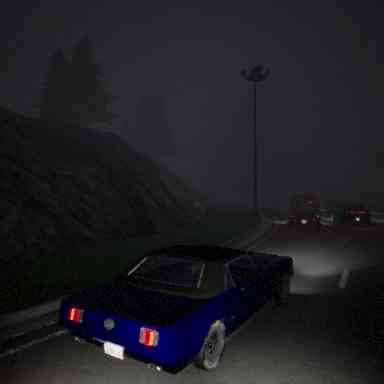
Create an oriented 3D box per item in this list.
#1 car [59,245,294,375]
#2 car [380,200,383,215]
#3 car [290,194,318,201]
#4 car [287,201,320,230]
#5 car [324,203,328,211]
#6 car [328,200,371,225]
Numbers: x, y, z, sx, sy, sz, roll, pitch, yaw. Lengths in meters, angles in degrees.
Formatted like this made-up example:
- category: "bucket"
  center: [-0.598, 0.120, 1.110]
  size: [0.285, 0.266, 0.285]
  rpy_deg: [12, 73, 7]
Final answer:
- category: "car"
  center: [0.270, 1.600, 5.830]
  size: [1.895, 1.301, 4.718]
  rpy_deg: [0, 0, 33]
- category: "car"
  center: [19.605, 1.502, 30.892]
  size: [1.837, 1.490, 4.892]
  rpy_deg: [0, 0, 5]
- category: "car"
  center: [13.096, 1.220, 39.212]
  size: [2.150, 2.045, 5.566]
  rpy_deg: [0, 0, 2]
- category: "car"
  center: [7.129, 1.525, 21.301]
  size: [1.812, 1.442, 4.674]
  rpy_deg: [0, 0, 17]
- category: "car"
  center: [16.528, 1.546, 37.241]
  size: [2.033, 1.411, 5.357]
  rpy_deg: [0, 0, 2]
- category: "car"
  center: [11.361, 1.504, 23.967]
  size: [1.837, 1.490, 4.892]
  rpy_deg: [0, 0, 14]
